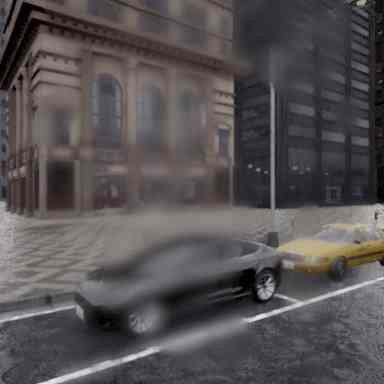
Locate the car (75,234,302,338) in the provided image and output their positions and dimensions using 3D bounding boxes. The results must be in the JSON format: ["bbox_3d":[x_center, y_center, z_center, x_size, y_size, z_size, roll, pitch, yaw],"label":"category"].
[{"bbox_3d":[-0.031,1.564,6.628,4.313,1.339,1.947,0,0,-35],"label":"car"}]

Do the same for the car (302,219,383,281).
[{"bbox_3d":[4.423,1.520,9.805,4.829,1.417,1.752,0,0,-35],"label":"car"}]
